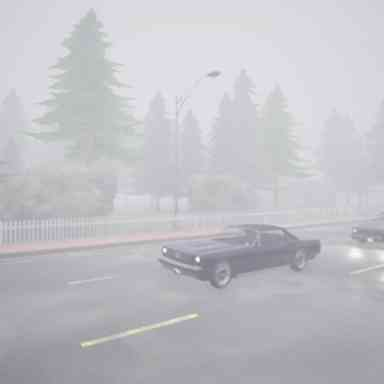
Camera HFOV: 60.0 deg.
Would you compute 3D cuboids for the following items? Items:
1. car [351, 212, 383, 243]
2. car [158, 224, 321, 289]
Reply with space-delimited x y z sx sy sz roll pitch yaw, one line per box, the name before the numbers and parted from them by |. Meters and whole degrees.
car | 9.345 1.543 14.937 5.357 1.411 2.033 0 0 -35
car | 1.459 1.599 9.321 4.718 1.301 1.895 0 0 -35
